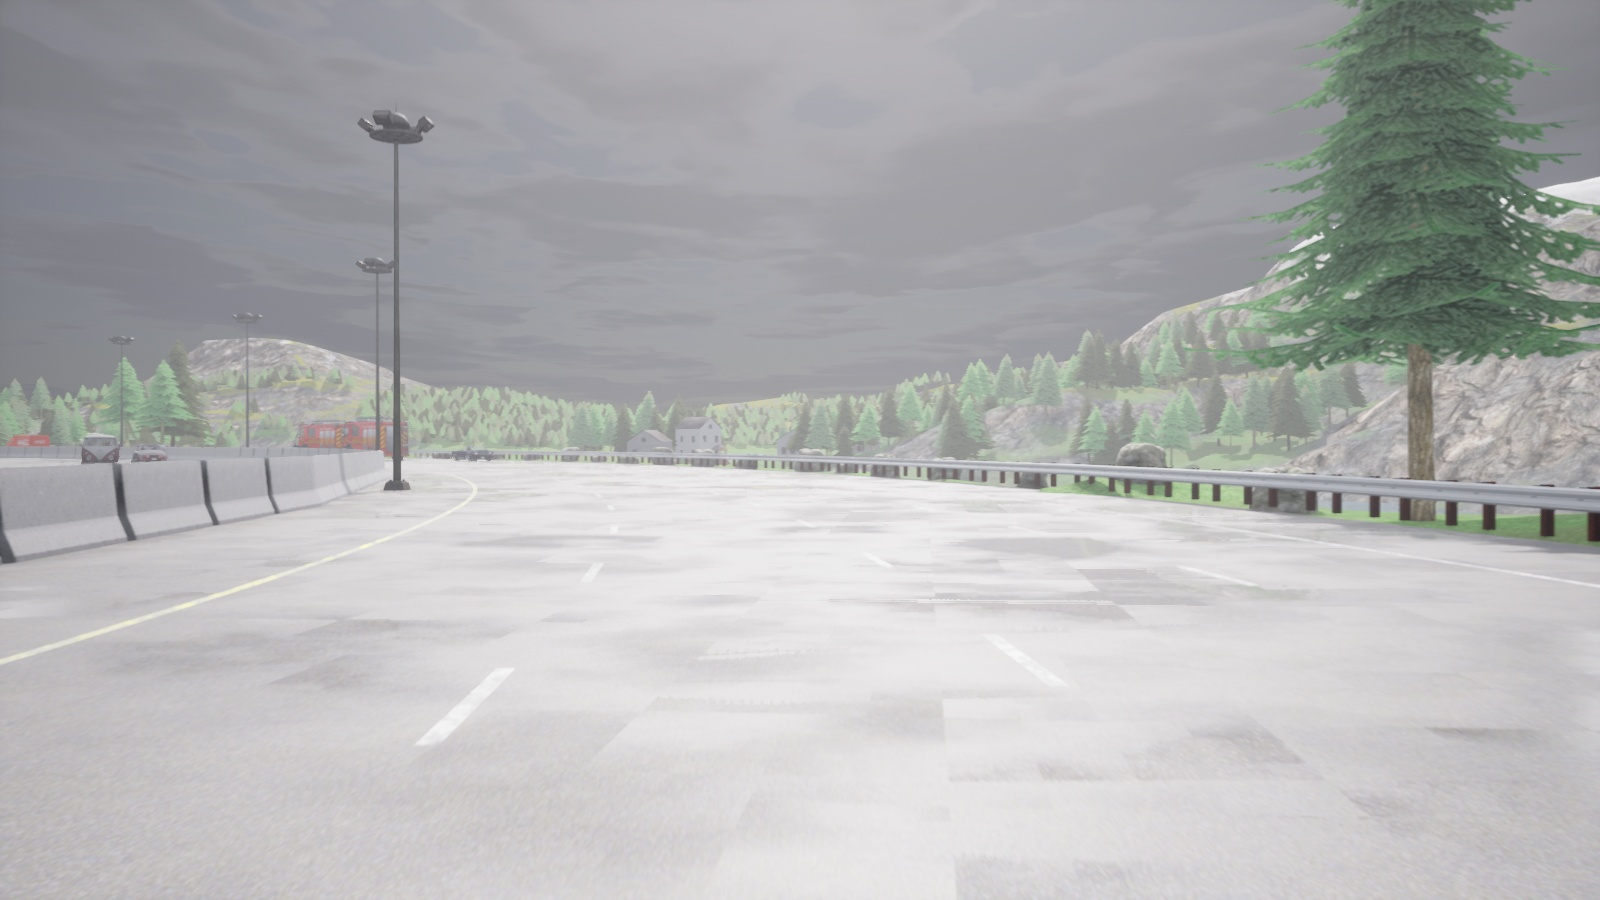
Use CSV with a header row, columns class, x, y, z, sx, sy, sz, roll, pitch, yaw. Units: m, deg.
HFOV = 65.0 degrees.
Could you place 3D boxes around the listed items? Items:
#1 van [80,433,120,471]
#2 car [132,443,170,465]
class,x,y,z,sx,sy,sz,roll,pitch,yaw
van,-37.992,0.096,68.226,1.775,1.987,4.442,0,0,-28
car,-43.759,0.261,84.621,1.816,1.474,4.193,0,0,-34
